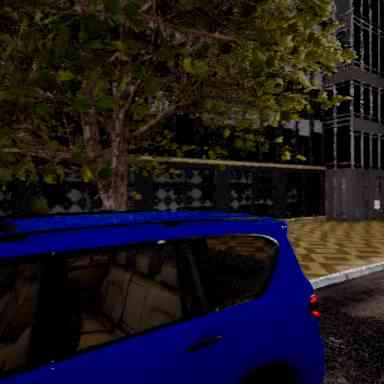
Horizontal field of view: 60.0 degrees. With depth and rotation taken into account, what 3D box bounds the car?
[{"bbox_3d":[-1.345,1.223,2.407,5.566,2.045,2.150,0,0,-35],"label":"car"}]
